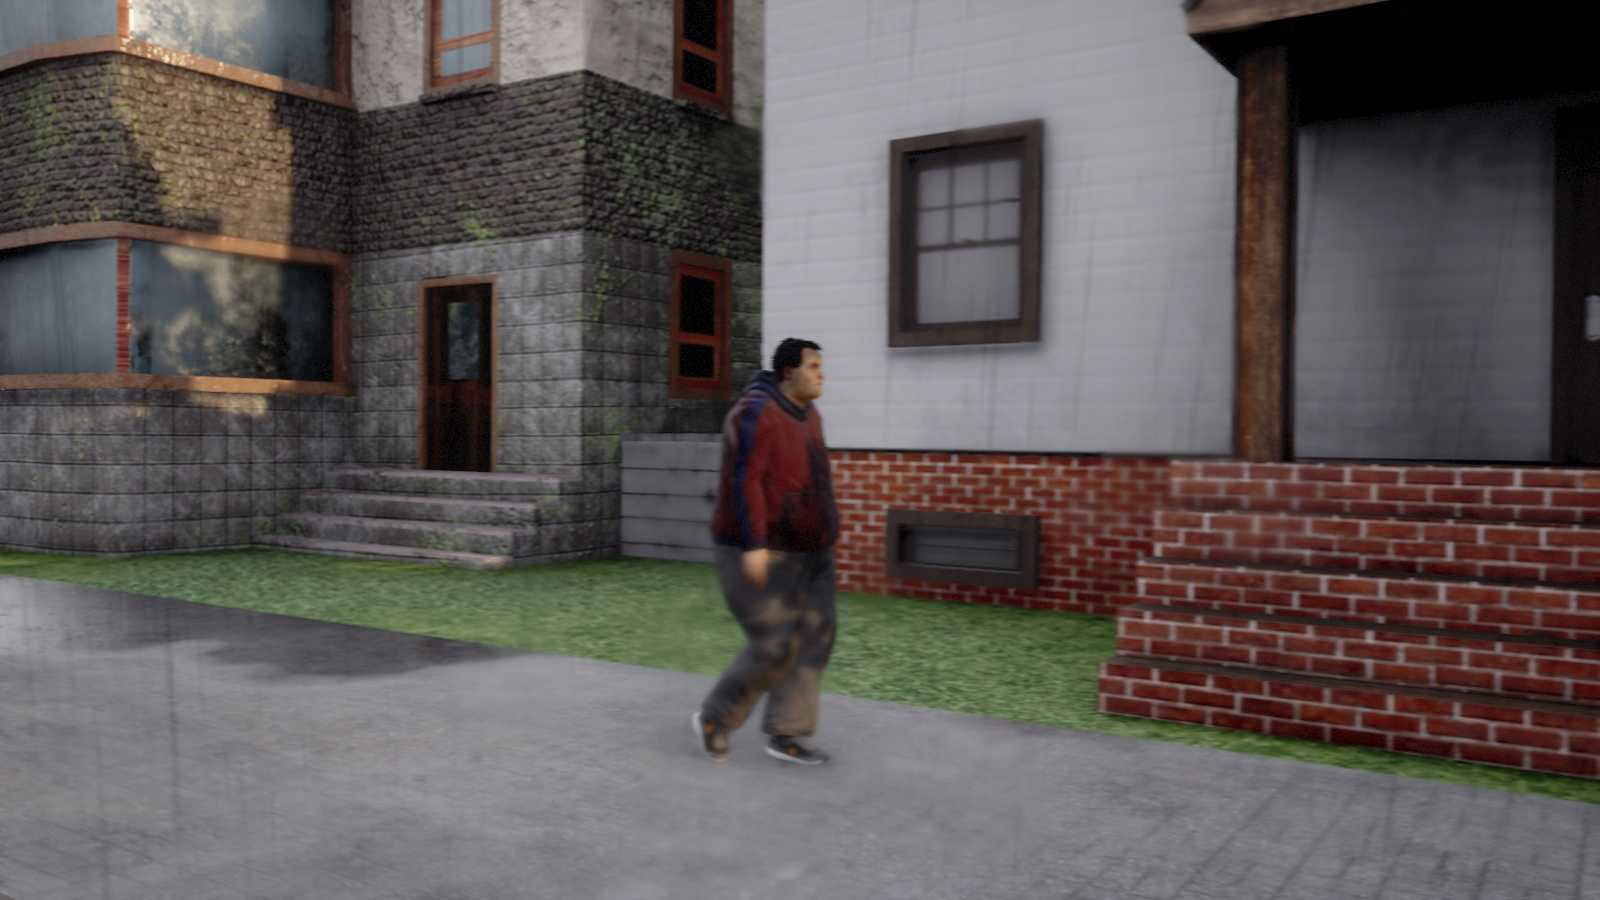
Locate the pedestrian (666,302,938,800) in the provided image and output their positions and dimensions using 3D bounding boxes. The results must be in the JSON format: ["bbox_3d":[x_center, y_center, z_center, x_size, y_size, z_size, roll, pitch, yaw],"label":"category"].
[{"bbox_3d":[0.013,0.371,5.152,0.899,1.844,0.634,0,1,32],"label":"pedestrian"}]
